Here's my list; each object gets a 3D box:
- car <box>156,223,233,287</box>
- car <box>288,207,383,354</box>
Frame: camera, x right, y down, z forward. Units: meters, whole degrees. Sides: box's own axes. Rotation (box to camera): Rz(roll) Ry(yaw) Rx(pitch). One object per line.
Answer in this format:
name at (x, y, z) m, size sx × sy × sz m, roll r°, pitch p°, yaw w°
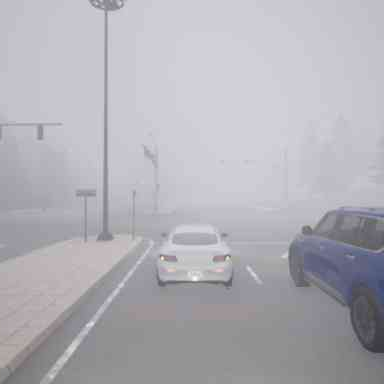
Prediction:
car at (0.068, 1.608, 9.417) m, size 1.812 × 1.442 × 4.674 m, roll 0°, pitch 0°, yaw 0°
car at (3.560, 1.279, 6.335) m, size 2.150 × 2.045 × 5.566 m, roll 0°, pitch 0°, yaw 1°
